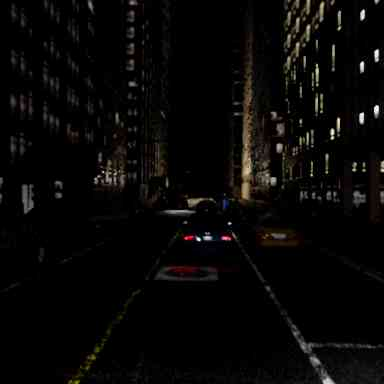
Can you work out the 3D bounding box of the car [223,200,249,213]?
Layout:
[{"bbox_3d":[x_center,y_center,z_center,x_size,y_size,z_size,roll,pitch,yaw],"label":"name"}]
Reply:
[{"bbox_3d":[3.719,1.581,25.485,2.008,1.369,4.403,0,0,2],"label":"car"}]

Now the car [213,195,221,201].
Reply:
[{"bbox_3d":[6.118,1.547,82.418,1.947,1.339,4.313,0,0,2],"label":"car"}]

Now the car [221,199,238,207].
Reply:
[{"bbox_3d":[3.959,1.611,31.177,1.802,1.307,4.206,0,0,2],"label":"car"}]

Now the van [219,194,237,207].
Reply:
[{"bbox_3d":[4.200,1.367,36.870,1.690,1.788,3.998,0,0,2],"label":"van"}]

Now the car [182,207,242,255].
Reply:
[{"bbox_3d":[0.619,1.557,13.347,2.033,1.411,5.357,0,0,2],"label":"car"}]

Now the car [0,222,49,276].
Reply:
[{"bbox_3d":[-5.374,1.517,8.757,2.008,1.369,4.403,0,0,2],"label":"car"}]

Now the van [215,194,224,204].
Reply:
[{"bbox_3d":[5.400,1.345,65.337,1.690,1.788,3.998,0,0,2],"label":"van"}]

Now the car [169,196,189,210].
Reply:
[{"bbox_3d":[-1.393,1.547,41.560,1.994,1.385,4.181,0,0,2],"label":"car"}]

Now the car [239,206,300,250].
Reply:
[{"bbox_3d":[3.247,1.554,14.265,1.752,1.417,4.829,0,0,2],"label":"car"}]

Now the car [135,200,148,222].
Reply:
[{"bbox_3d":[-4.654,1.412,25.839,1.967,1.590,4.097,0,0,2],"label":"car"}]

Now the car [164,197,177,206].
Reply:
[{"bbox_3d":[-3.455,1.538,54.304,1.802,1.307,4.206,0,0,2],"label":"car"}]

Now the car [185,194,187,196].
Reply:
[{"bbox_3d":[-2.735,1.522,71.385,1.802,1.307,4.206,0,0,2],"label":"car"}]

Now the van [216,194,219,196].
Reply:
[{"bbox_3d":[5.160,1.350,59.643,1.690,1.788,3.998,0,0,2],"label":"van"}]

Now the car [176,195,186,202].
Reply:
[{"bbox_3d":[-2.495,1.482,77.077,2.008,1.369,4.403,0,0,2],"label":"car"}]

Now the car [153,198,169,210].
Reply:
[{"bbox_3d":[-3.934,1.531,42.917,1.947,1.339,4.313,0,0,2],"label":"car"}]

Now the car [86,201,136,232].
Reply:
[{"bbox_3d":[-4.901,1.497,19.973,1.752,1.417,4.829,0,0,2],"label":"car"}]

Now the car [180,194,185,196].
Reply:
[{"bbox_3d":[-2.975,1.490,65.691,1.887,1.381,4.507,0,0,2],"label":"car"}]

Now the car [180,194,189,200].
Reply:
[{"bbox_3d":[-2.014,1.354,88.464,1.967,1.590,4.097,0,0,2],"label":"car"}]

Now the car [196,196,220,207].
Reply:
[{"bbox_3d":[1.398,1.488,31.889,1.882,1.535,5.008,0,0,2],"label":"car"}]
